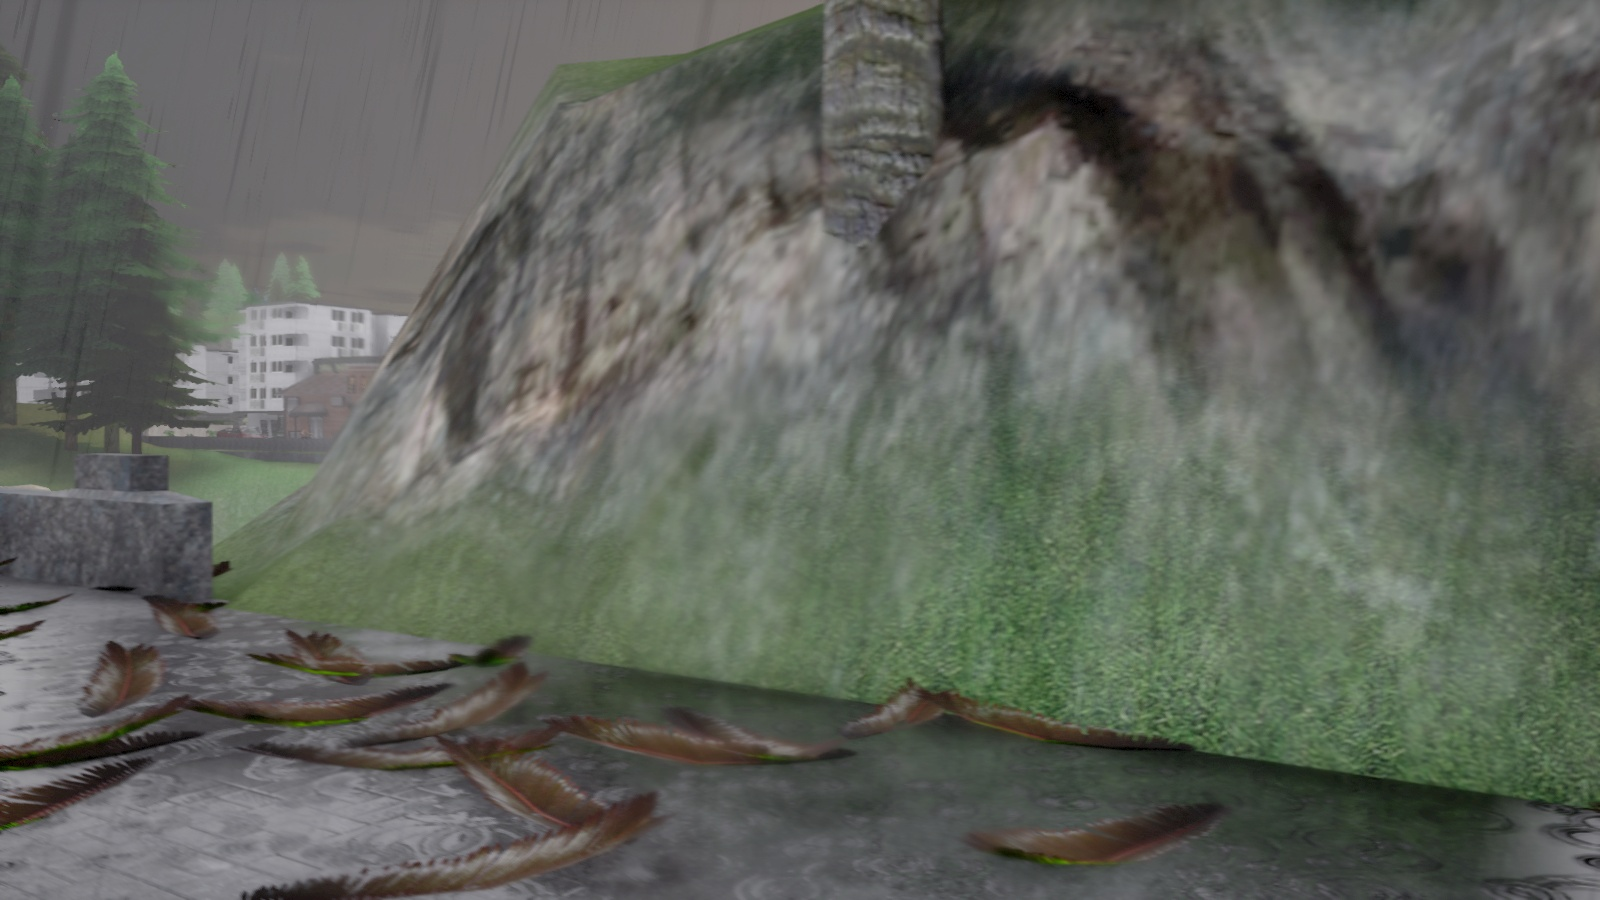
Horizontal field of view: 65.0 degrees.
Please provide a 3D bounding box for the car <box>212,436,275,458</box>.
[{"bbox_3d":[-40.067,-0.192,90.353,4.514,1.525,2.007,0,1,34],"label":"car"}]
